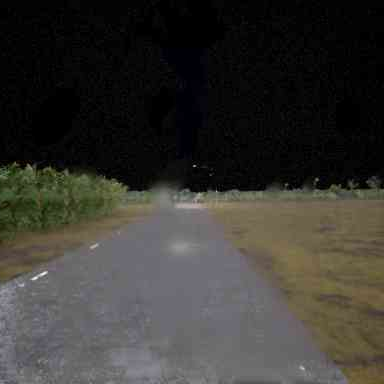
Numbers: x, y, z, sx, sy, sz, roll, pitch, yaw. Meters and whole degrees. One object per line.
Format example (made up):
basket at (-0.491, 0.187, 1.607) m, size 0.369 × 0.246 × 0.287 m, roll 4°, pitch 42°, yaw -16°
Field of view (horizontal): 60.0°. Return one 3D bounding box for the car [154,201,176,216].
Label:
car at (-2.758, 1.670, 34.456) m, size 1.837 × 1.490 × 4.892 m, roll 0°, pitch -1°, yaw 0°
